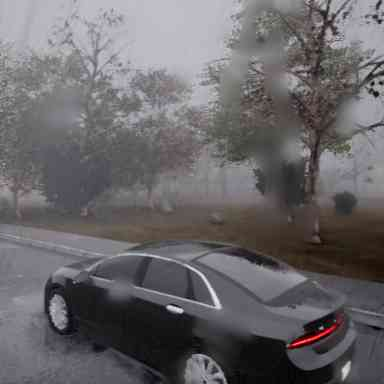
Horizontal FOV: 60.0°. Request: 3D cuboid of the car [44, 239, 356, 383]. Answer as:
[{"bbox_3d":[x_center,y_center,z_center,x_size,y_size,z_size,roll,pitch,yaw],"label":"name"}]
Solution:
[{"bbox_3d":[-0.340,1.458,4.824,4.892,1.490,1.837,1,1,40],"label":"car"}]
